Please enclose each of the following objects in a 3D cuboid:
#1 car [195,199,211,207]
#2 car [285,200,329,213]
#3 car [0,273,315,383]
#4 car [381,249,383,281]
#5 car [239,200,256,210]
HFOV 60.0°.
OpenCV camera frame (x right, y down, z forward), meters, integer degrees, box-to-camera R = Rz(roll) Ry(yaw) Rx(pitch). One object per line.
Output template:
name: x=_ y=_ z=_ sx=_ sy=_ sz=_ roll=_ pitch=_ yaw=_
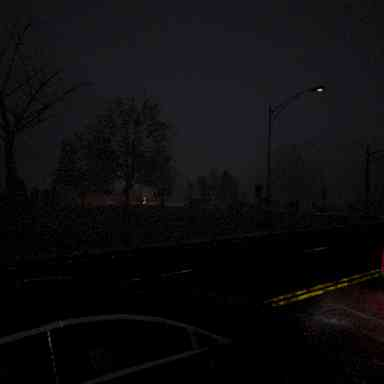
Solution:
car: x=1.174 y=1.786 z=53.368 sx=1.812 sy=1.442 sz=4.674 roll=2 pitch=-1 yaw=-35
car: x=12.787 y=1.618 z=37.225 sx=1.882 sy=1.535 sz=5.008 roll=2 pitch=-2 yaw=-36
car: x=-0.971 y=1.493 z=2.747 sx=4.902 sy=1.511 sz=2.128 roll=0 pitch=0 yaw=-36
car: x=6.704 y=1.362 z=8.265 sx=4.553 sy=1.767 sz=2.097 roll=0 pitch=0 yaw=-36
car: x=6.962 y=1.761 z=45.159 sx=1.994 sy=1.385 sz=4.181 roll=2 pitch=-2 yaw=-37
